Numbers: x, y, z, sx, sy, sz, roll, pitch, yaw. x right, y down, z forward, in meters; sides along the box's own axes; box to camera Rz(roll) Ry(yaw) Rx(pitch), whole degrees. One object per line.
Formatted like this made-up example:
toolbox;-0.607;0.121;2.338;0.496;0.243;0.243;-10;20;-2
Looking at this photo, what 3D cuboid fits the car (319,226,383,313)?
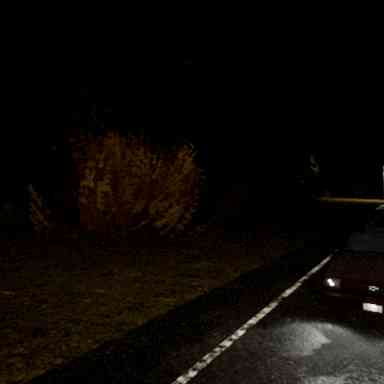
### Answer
car;4.476;1.546;7.791;2.033;1.411;5.357;0;0;33
